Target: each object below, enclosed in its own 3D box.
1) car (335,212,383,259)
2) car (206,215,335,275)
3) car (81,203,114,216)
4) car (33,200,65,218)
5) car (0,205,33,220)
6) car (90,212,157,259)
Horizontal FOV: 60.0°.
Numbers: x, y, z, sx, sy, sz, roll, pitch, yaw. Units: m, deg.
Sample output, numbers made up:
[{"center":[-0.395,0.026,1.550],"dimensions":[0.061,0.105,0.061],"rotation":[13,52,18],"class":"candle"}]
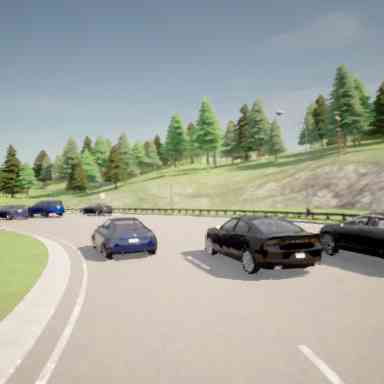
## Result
[{"center":[5.897,1.350,10.236],"dimensions":[2.128,1.511,4.902],"rotation":[-1,0,-15],"class":"car"},{"center":[1.973,1.470,10.707],"dimensions":[1.882,1.535,5.008],"rotation":[-1,-1,-17],"class":"car"},{"center":[-11.541,2.097,40.226],"dimensions":[4.902,1.511,2.128],"rotation":[-2,-1,39],"class":"car"},{"center":[-17.987,2.046,40.873],"dimensions":[5.566,2.045,2.150],"rotation":[-2,-1,34],"class":"car"},{"center":[-21.053,2.268,38.595],"dimensions":[4.553,1.767,2.097],"rotation":[-2,0,35],"class":"car"},{"center":[-2.882,1.735,13.670],"dimensions":[1.994,1.385,4.181],"rotation":[-1,0,-24],"class":"car"}]
